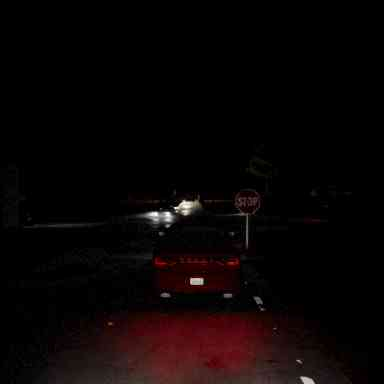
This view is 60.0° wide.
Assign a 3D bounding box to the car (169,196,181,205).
[{"bbox_3d":[-3.111,1.508,60.957,1.882,1.535,5.008,0,0,0],"label":"car"}]

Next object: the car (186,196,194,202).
[{"bbox_3d":[-0.457,1.626,80.229,1.994,1.385,4.181,0,0,0],"label":"car"}]

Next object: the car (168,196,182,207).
[{"bbox_3d":[-3.064,1.368,51.397,2.097,1.767,4.553,0,0,0],"label":"car"}]

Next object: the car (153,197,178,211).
[{"bbox_3d":[-3.306,1.606,39.953,1.895,1.301,4.718,0,0,6],"label":"car"}]

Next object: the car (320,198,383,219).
[{"bbox_3d":[12.346,1.195,25.175,5.008,1.535,1.882,-1,1,0],"label":"car"}]

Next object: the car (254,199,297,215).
[{"bbox_3d":[7.293,1.296,30.011,4.181,1.385,1.994,-1,1,19],"label":"car"}]

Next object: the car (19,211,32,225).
[{"bbox_3d":[-14.524,1.788,24.846,4.902,1.511,2.128,-1,1,4],"label":"car"}]

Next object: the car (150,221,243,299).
[{"bbox_3d":[0.121,1.475,8.524,1.882,1.535,5.008,0,0,1],"label":"car"}]

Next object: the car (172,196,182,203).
[{"bbox_3d":[-3.136,1.602,70.719,1.994,1.385,4.181,0,0,0],"label":"car"}]
